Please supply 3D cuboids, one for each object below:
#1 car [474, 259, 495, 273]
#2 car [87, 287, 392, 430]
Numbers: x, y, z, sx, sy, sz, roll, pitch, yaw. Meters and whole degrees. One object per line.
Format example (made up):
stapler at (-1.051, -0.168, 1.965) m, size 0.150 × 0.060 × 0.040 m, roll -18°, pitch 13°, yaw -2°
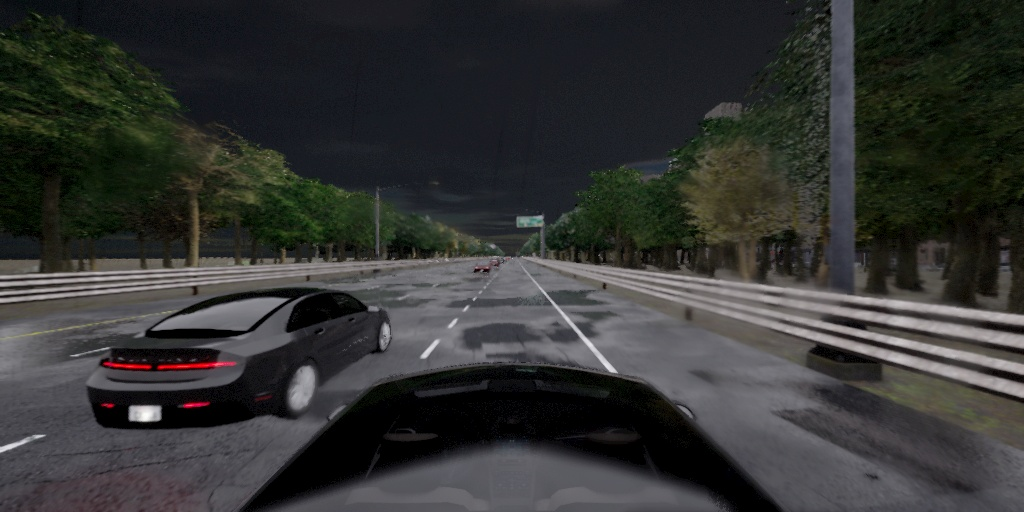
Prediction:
car at (-3.421, 1.363, 43.006) m, size 1.895 × 1.301 × 4.718 m, roll 0°, pitch 0°, yaw 0°
car at (-3.502, 1.257, 5.847) m, size 1.837 × 1.490 × 4.892 m, roll 0°, pitch 0°, yaw 0°
